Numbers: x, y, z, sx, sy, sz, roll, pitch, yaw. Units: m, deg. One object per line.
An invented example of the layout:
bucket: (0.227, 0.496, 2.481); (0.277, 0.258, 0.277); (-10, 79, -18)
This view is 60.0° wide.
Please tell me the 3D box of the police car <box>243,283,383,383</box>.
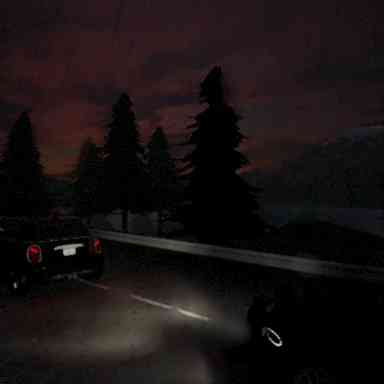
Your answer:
police car: (2.947, 1.475, 2.901); (5.238, 1.638, 1.930); (0, -1, 39)

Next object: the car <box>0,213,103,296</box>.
car: (-4.452, 1.407, 9.136); (4.553, 1.767, 2.097); (0, -1, 41)
